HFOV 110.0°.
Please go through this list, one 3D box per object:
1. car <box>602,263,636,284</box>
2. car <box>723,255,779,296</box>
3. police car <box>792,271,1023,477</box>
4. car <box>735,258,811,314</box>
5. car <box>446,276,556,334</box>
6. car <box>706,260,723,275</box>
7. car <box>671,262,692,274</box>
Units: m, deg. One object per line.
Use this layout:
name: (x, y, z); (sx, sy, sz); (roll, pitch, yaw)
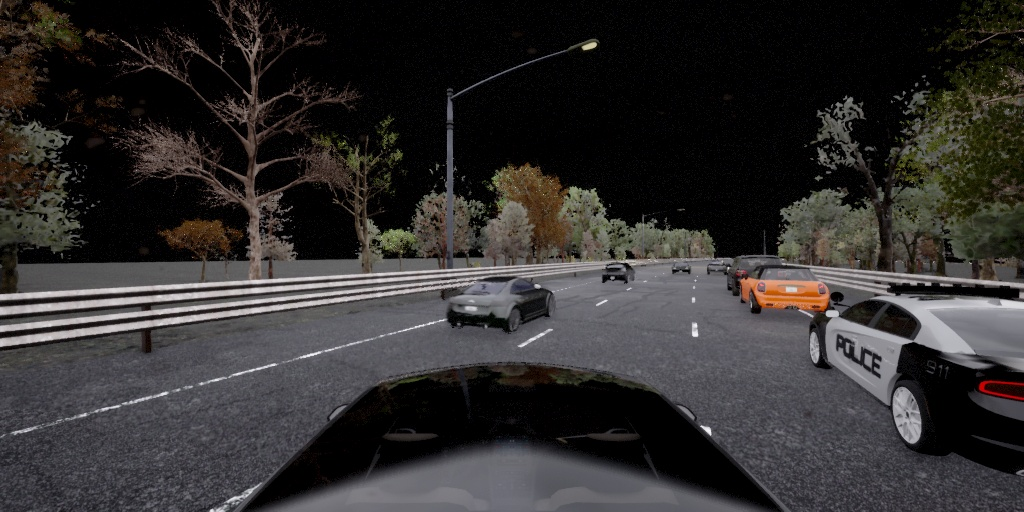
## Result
car: (8.227, 1.263, 27.451); (1.837, 1.490, 4.892); (0, 0, 28)
car: (12.647, 0.978, 18.754); (2.150, 2.045, 5.566); (0, 0, 27)
police car: (5.608, 1.175, 4.699); (1.930, 1.638, 5.238); (0, 0, 26)
car: (9.934, 1.102, 13.421); (2.097, 1.767, 4.553); (0, 0, 27)
car: (-0.156, 1.314, 10.950); (1.994, 1.385, 4.181); (0, 0, 26)
car: (22.453, 1.261, 39.317); (2.128, 1.511, 4.902); (0, 0, 29)
car: (19.342, 1.370, 40.798); (1.895, 1.301, 4.718); (0, 0, 29)
